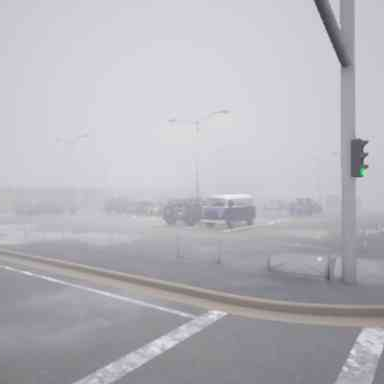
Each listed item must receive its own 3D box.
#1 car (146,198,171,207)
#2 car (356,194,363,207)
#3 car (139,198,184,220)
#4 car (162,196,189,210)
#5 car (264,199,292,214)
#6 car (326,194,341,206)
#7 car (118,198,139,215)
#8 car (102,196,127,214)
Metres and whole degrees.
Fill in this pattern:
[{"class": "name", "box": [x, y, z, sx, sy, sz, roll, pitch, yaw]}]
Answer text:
[{"class": "car", "box": [-5.323, 1.671, 53.447, 1.784, 1.438, 3.905, 0, 0, 36]}, {"class": "car", "box": [25.463, 1.307, 52.405, 1.932, 1.855, 4.605, 0, 0, 36]}, {"class": "car", "box": [-2.987, 1.599, 32.989, 1.970, 1.475, 3.806, 0, 0, 36]}, {"class": "car", "box": [-3.031, 1.441, 51.677, 1.932, 1.855, 4.605, 0, 0, 36]}, {"class": "car", "box": [10.621, 1.573, 41.717, 1.970, 1.475, 3.806, 0, 0, 36]}, {"class": "car", "box": [23.167, 1.329, 54.167, 1.905, 1.878, 3.866, 0, 0, 36]}, {"class": "car", "box": [-5.316, 1.587, 34.708, 1.784, 1.438, 3.905, 0, 0, 36]}, {"class": "car", "box": [-7.506, 1.394, 36.262, 1.932, 1.855, 4.605, 0, 0, 36]}]
